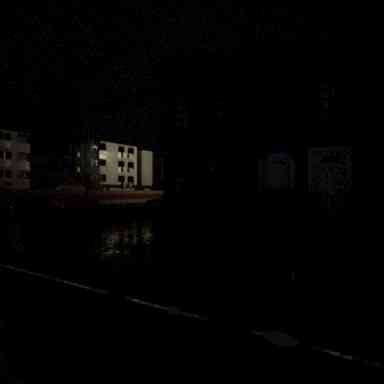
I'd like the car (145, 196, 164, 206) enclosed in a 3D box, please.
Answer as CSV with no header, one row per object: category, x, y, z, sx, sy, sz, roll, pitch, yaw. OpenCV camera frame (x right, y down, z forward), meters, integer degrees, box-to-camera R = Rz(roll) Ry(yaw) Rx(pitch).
car,-5.511,1.486,55.375,4.902,1.511,2.128,0,0,-40

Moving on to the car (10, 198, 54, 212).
car,-18.876,1.499,39.400,1.837,1.490,4.892,0,0,37

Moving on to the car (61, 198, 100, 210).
car,-13.542,1.486,40.620,2.128,1.511,4.902,0,0,38
